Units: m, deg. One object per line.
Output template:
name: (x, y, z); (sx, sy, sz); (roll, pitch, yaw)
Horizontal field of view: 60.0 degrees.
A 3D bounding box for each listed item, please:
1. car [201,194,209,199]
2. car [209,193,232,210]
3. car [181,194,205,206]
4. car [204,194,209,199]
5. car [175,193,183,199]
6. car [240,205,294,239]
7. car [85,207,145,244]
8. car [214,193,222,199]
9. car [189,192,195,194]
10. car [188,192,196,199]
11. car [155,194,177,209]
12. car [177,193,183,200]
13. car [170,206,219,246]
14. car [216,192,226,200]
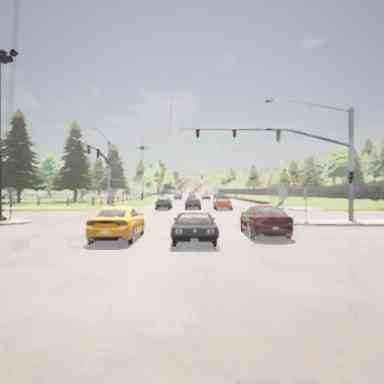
car: (3.521, 1.126, 90.296); (1.895, 1.301, 4.718); (0, 0, 0)
car: (3.609, 1.182, 40.437); (2.097, 1.767, 4.553); (0, 0, 0)
car: (0.110, 1.321, 40.693); (2.128, 1.511, 4.902); (0, 0, 0)
car: (3.518, 1.252, 80.294); (1.895, 1.301, 4.718); (0, 0, 0)
car: (-3.479, 1.056, 90.267); (1.812, 1.442, 4.674); (0, 0, 0)
car: (3.604, 1.407, 16.776); (1.882, 1.535, 5.008); (0, 0, 0)
car: (-3.396, 1.413, 15.480); (1.882, 1.535, 5.008); (0, 0, 0)
car: (7.021, 1.031, 90.265); (1.837, 1.490, 4.892); (0, 0, 0)
car: (0.018, 1.180, 79.848); (2.128, 1.511, 4.902); (0, 0, 0)
car: (0.020, 0.887, 90.236); (2.097, 1.767, 4.553); (0, 0, 0)
car: (-3.390, 1.321, 40.688); (2.128, 1.511, 4.902); (0, 0, 0)
car: (-3.482, 1.195, 79.848); (2.033, 1.411, 5.357); (0, 0, 0)
car: (0.104, 1.538, 14.885); (1.895, 1.301, 4.718); (0, 0, 0)
car: (7.018, 1.012, 80.232); (2.097, 1.767, 4.553); (0, 0, 0)
